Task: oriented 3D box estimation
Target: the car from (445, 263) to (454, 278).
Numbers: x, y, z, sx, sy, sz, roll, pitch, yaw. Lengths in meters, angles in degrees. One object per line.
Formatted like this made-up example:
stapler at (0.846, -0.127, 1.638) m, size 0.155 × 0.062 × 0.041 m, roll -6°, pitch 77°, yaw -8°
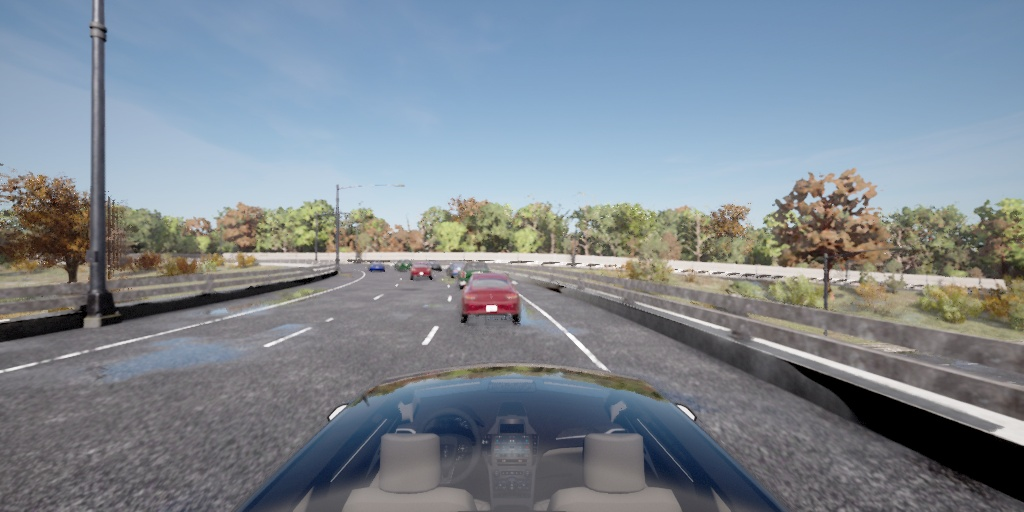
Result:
car at (-5.256, 1.364, 34.634) m, size 2.033 × 1.411 × 5.357 m, roll 0°, pitch 0°, yaw -17°

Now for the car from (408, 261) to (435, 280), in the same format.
car at (-8.338, 1.341, 32.675) m, size 1.812 × 1.442 × 4.674 m, roll 0°, pitch 0°, yaw -16°

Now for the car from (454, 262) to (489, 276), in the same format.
car at (-2.397, 1.144, 22.825) m, size 2.097 × 1.767 × 4.553 m, roll 0°, pitch 0°, yaw -10°

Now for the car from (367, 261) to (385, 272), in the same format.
car at (-18.461, 1.415, 48.529) m, size 1.994 × 1.385 × 4.181 m, roll 0°, pitch 0°, yaw -26°

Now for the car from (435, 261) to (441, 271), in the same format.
car at (-11.106, 1.412, 49.417) m, size 1.994 × 1.385 × 4.181 m, roll 0°, pitch 0°, yaw -25°

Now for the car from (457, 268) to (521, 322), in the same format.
car at (-0.781, 1.296, 12.276) m, size 1.812 × 1.442 × 4.674 m, roll 0°, pitch 0°, yaw -5°

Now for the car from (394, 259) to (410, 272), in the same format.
car at (-14.894, 1.205, 49.187) m, size 2.097 × 1.767 × 4.553 m, roll 0°, pitch 0°, yaw -26°
